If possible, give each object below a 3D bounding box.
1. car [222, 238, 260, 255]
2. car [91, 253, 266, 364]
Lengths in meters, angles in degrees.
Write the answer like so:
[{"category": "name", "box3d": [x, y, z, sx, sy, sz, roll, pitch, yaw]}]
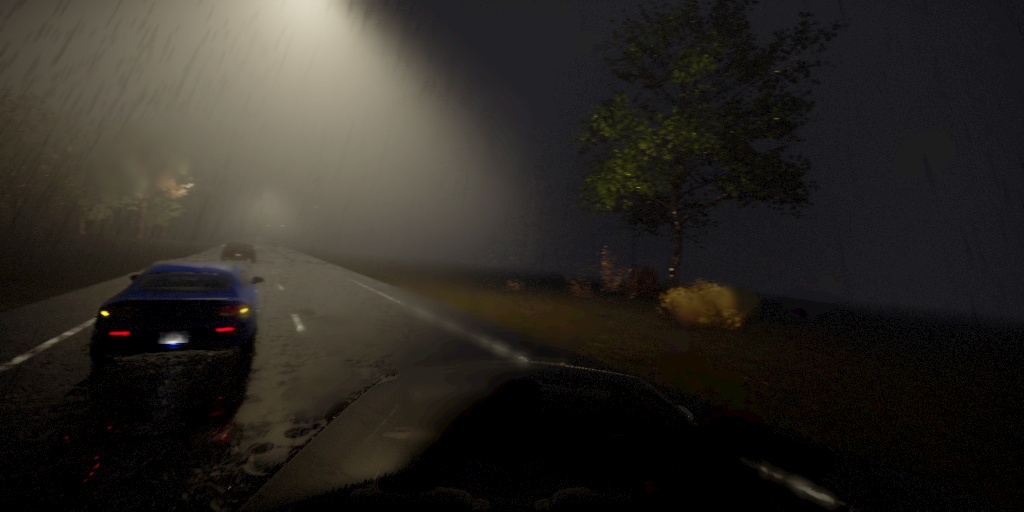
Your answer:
[{"category": "car", "box3d": [-19.071, -0.262, 25.246, 1.882, 1.535, 5.008, 5, -1, -36]}, {"category": "car", "box3d": [-5.772, 0.808, 6.605, 1.812, 1.442, 4.674, 5, 0, -36]}]
